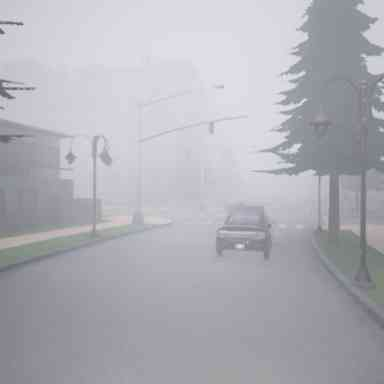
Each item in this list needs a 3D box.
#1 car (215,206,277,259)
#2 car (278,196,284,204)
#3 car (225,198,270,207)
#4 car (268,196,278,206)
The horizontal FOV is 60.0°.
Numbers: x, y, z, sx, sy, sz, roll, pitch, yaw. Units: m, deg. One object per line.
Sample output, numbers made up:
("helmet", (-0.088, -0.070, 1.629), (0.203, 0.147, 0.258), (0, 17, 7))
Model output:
("car", (2.150, 1.501, 12.751), (2.128, 1.511, 4.902), (0, 0, 16))
("car", (17.538, 1.578, 67.422), (1.837, 1.490, 4.892), (0, 0, 21))
("car", (4.432, 1.517, 29.116), (1.882, 1.535, 5.008), (2, -1, -18))
("car", (12.154, 1.619, 53.227), (1.812, 1.442, 4.674), (0, 0, 21))
